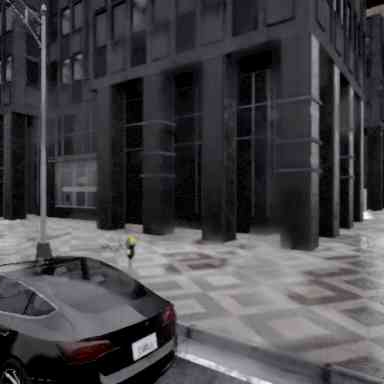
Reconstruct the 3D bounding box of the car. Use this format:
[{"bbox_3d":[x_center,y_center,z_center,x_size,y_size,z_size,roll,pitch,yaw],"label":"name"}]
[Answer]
[{"bbox_3d":[-2.158,1.555,4.501,4.313,1.339,1.947,0,0,35],"label":"car"}]
